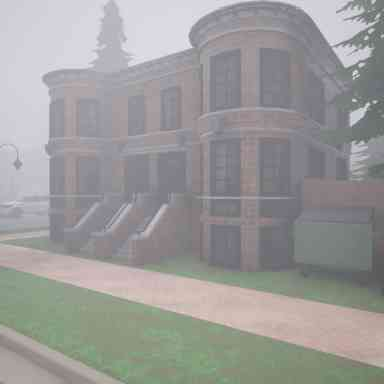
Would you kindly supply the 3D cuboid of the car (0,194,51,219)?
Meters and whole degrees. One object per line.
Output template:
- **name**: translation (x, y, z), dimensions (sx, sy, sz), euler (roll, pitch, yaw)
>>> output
- **car**: translation (-14.447, 1.221, 29.788), dimensions (2.150, 2.045, 5.566), euler (0, 0, 34)
